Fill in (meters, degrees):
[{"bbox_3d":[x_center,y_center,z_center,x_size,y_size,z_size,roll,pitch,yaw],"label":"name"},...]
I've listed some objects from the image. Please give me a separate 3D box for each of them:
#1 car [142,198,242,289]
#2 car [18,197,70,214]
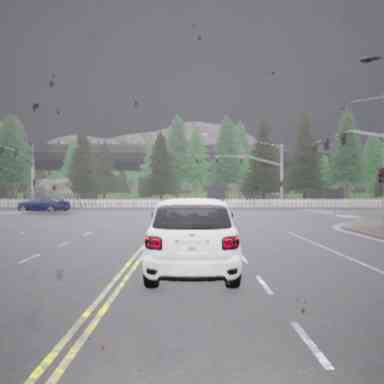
[{"bbox_3d":[0.006,1.166,9.164,2.150,2.045,5.566,0,0,0],"label":"car"},{"bbox_3d":[-14.221,1.233,31.974,5.008,1.535,1.882,0,0,13],"label":"car"}]
